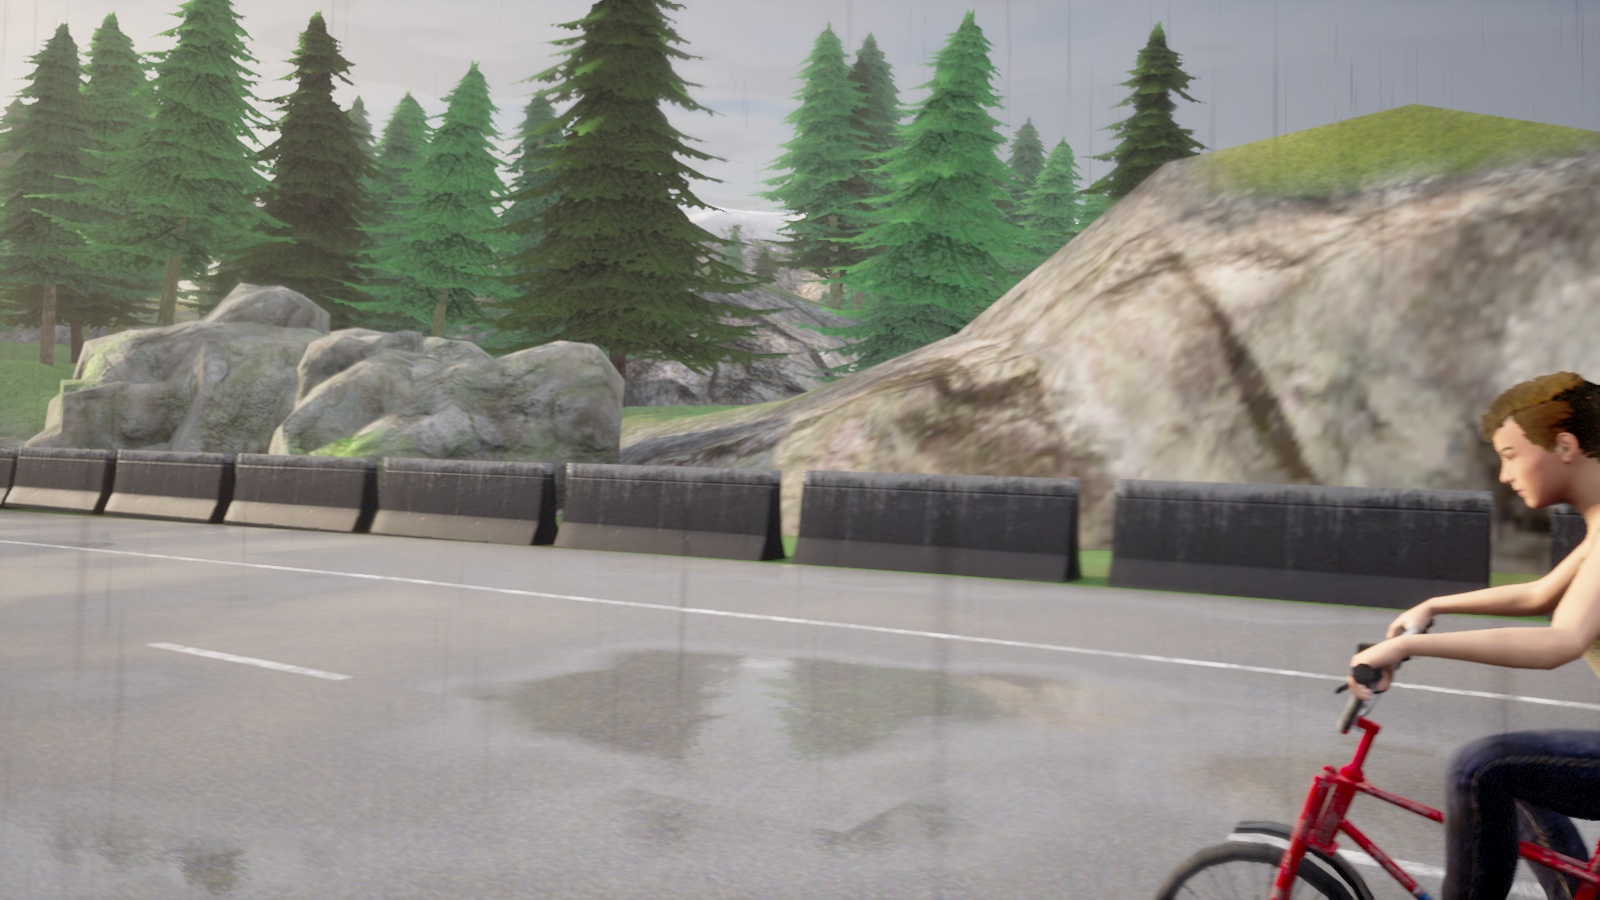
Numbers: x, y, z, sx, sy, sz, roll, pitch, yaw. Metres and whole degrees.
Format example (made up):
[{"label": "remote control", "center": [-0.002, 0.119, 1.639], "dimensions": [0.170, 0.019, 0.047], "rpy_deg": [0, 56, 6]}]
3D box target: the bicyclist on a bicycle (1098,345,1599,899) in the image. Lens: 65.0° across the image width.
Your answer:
[{"label": "bicyclist on a bicycle", "center": [1.504, 0.619, 2.617], "dimensions": [1.509, 1.612, 0.866], "rpy_deg": [0, 1, 34]}]
